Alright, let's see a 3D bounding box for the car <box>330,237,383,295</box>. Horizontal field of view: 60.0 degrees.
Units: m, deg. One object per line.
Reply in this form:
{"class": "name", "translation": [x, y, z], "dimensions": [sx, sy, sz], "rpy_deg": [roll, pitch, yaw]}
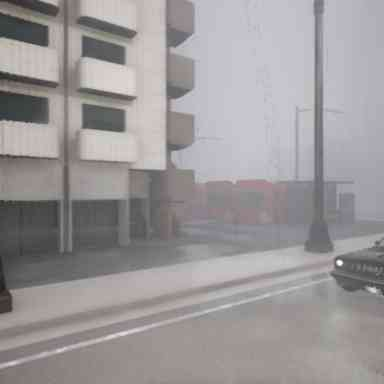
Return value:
{"class": "car", "translation": [5.306, 1.586, 7.706], "dimensions": [4.718, 1.301, 1.895], "rpy_deg": [0, 0, -35]}
